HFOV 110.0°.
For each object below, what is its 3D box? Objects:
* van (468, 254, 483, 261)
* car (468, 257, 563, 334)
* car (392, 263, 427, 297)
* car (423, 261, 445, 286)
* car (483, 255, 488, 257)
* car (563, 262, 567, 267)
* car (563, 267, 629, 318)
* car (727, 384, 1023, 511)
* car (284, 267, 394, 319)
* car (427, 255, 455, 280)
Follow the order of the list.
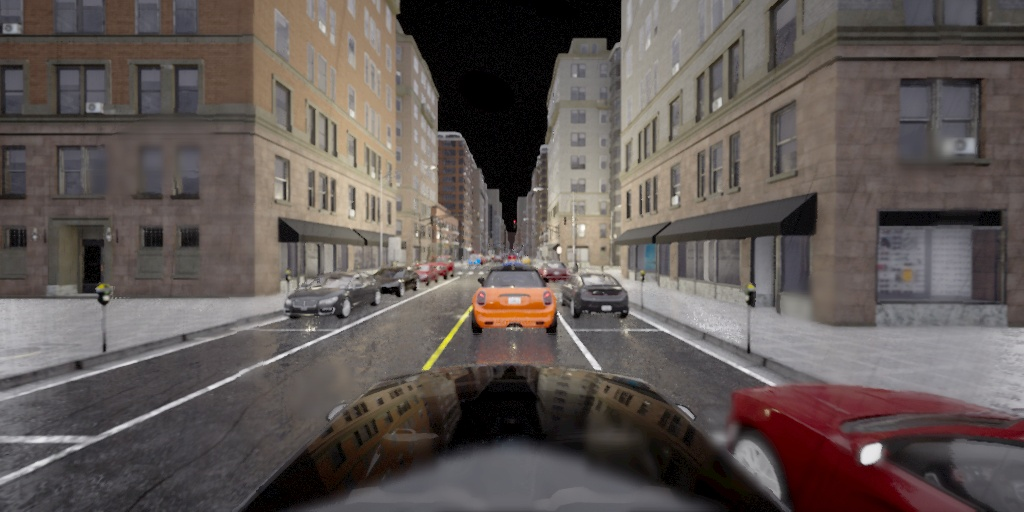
[{"bbox_3d":[-5.848,0.683,55.796,1.690,1.789,3.998,0,0,0],"label":"van"},{"bbox_3d":[0.041,1.038,10.508,2.097,1.767,4.553,0,1,0],"label":"car"},{"bbox_3d":[-5.855,1.197,17.803,1.948,1.339,4.313,0,0,0],"label":"car"},{"bbox_3d":[-5.854,1.171,23.326,1.802,1.307,4.207,0,0,0],"label":"car"},{"bbox_3d":[-5.848,0.614,61.392,2.192,1.841,5.009,0,0,0],"label":"car"},{"bbox_3d":[2.672,1.029,23.350,1.967,1.591,4.097,0,0,0],"label":"car"},{"bbox_3d":[2.670,1.222,12.300,2.007,1.370,4.403,0,0,0],"label":"car"},{"bbox_3d":[2.668,1.298,1.250,1.888,1.381,4.507,0,0,0],"label":"car"},{"bbox_3d":[-5.856,1.222,12.278,2.007,1.370,4.403,0,0,0],"label":"car"},{"bbox_3d":[-5.853,0.862,28.849,2.192,1.841,5.009,0,0,0],"label":"car"}]
